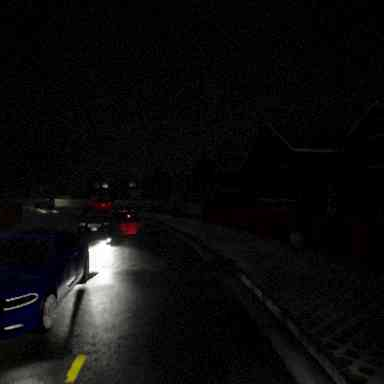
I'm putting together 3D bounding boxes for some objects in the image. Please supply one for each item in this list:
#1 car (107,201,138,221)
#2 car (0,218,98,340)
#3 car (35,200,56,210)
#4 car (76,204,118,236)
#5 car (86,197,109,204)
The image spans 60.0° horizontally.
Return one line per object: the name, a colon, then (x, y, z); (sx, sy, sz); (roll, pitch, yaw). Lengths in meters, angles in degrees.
car: (-6.191, 1.807, 30.112); (1.837, 1.490, 4.892); (0, -1, -22)
car: (-3.433, 1.555, 6.971); (1.882, 1.535, 5.008); (0, -1, -7)
car: (-22.797, 2.005, 51.582); (1.882, 1.535, 5.008); (0, -1, -42)
car: (-5.698, 1.699, 19.770); (2.128, 1.511, 4.902); (0, -1, -14)
car: (-11.731, 1.641, 41.366); (2.150, 2.045, 5.566); (0, 0, -30)
